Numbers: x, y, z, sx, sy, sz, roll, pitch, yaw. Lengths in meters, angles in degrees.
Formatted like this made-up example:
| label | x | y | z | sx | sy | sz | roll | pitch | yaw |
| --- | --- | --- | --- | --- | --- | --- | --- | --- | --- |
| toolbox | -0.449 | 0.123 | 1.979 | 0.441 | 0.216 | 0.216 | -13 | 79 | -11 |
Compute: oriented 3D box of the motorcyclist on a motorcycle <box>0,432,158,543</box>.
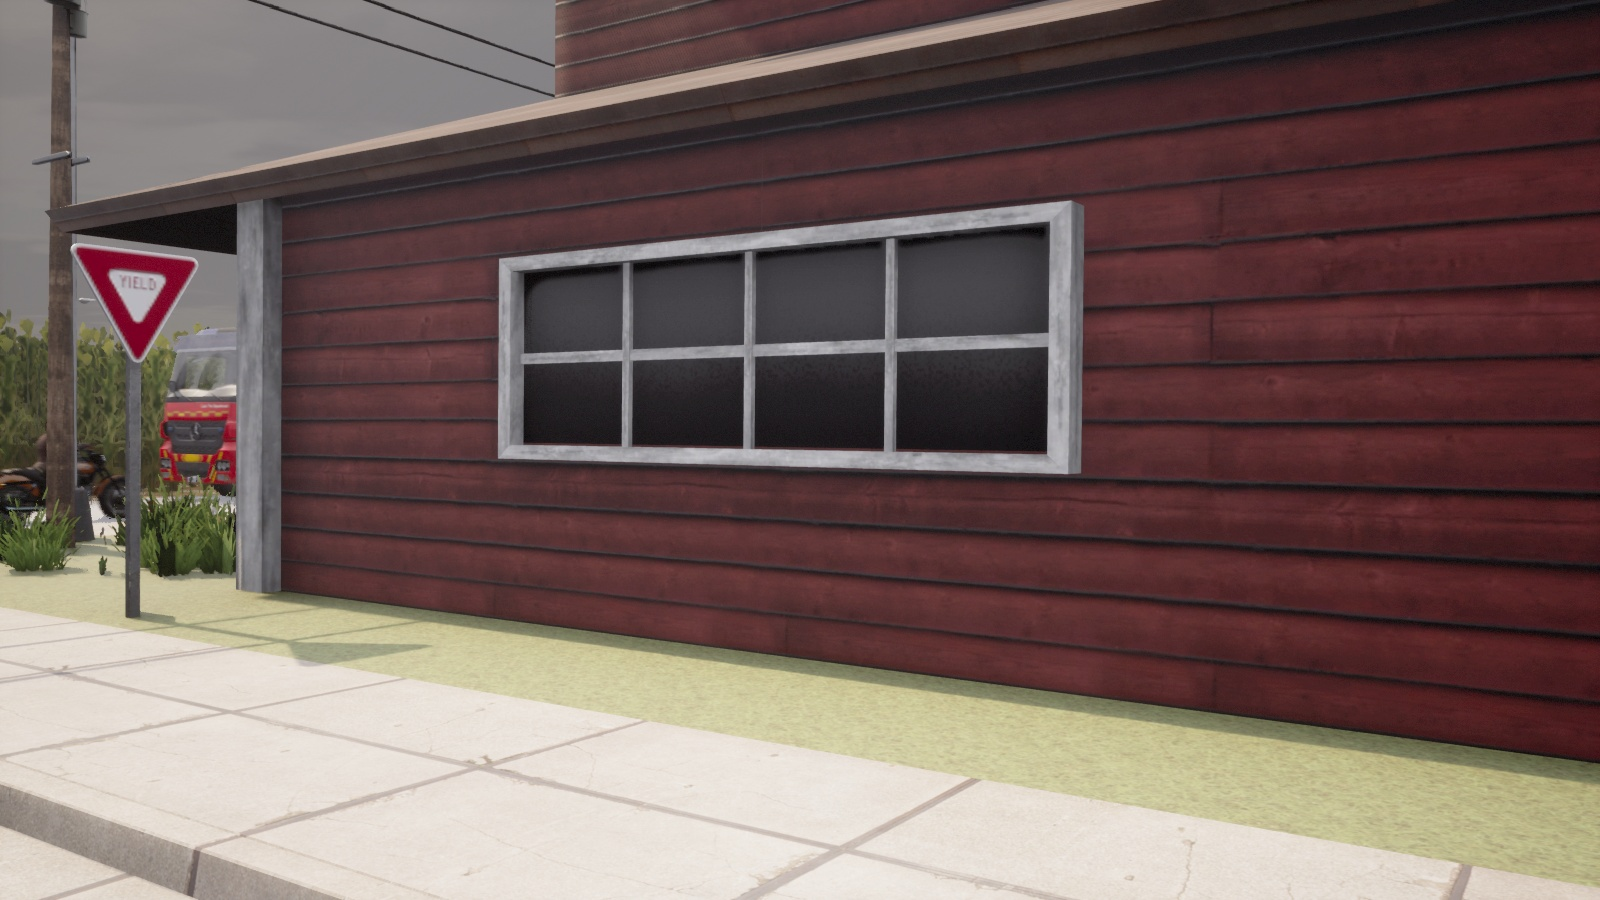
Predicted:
| label | x | y | z | sx | sy | sz | roll | pitch | yaw |
| --- | --- | --- | --- | --- | --- | --- | --- | --- | --- |
| motorcyclist on a motorcycle | -11.545 | 0.541 | 19.889 | 0.766 | 1.649 | 2.350 | 0 | 1 | 35 |

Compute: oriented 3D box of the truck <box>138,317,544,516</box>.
| label | x | y | z | sx | sy | sz | roll | pitch | yaw |
| --- | --- | --- | --- | --- | --- | --- | --- | --- | --- |
| truck | -9.946 | -0.703 | 28.395 | 2.891 | 3.827 | 8.468 | 0 | 1 | 34 |
